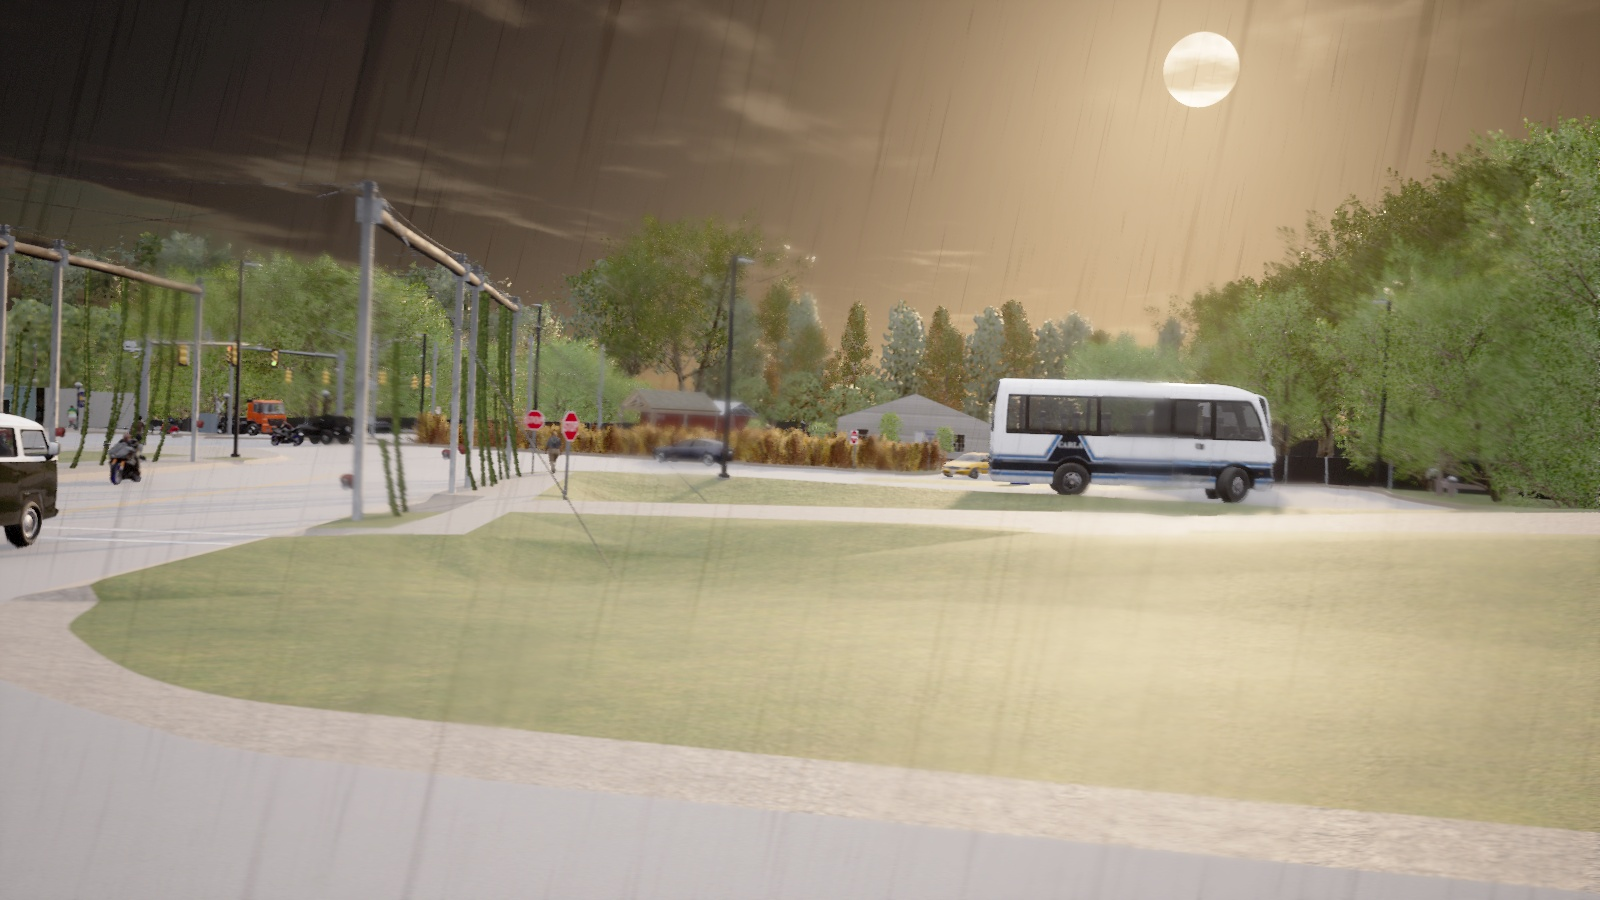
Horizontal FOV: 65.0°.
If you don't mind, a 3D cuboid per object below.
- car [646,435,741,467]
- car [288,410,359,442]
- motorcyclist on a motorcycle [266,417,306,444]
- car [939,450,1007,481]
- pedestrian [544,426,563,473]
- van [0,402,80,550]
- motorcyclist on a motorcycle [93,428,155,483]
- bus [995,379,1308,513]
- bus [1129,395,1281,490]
[{"bbox_3d":[-5.962,0.022,70.529,4.792,1.488,2.163,4,2,23],"label":"car"},{"bbox_3d":[-29.772,-1.496,78.477,3.866,1.878,1.905,2,2,20],"label":"car"},{"bbox_3d":[-30.631,-1.186,74.839,2.191,1.530,0.866,2,2,18],"label":"motorcyclist on a motorcycle"},{"bbox_3d":[10.340,0.879,74.706,1.801,1.575,5.366,4,4,34],"label":"car"},{"bbox_3d":[-10.140,-0.022,51.627,0.540,1.848,0.694,2,2,-25],"label":"pedestrian"},{"bbox_3d":[-12.061,0.310,17.345,2.069,2.038,4.480,3,0,-8],"label":"van"},{"bbox_3d":[-19.842,0.137,36.905,0.866,1.530,2.191,3,0,-9],"label":"motorcyclist on a motorcycle"},{"bbox_3d":[12.511,-0.251,45.851,10.273,4.253,3.944,2,3,5],"label":"bus"},{"bbox_3d":[19.872,-0.168,62.600,3.944,4.253,10.273,1,-2,-2],"label":"bus"}]
